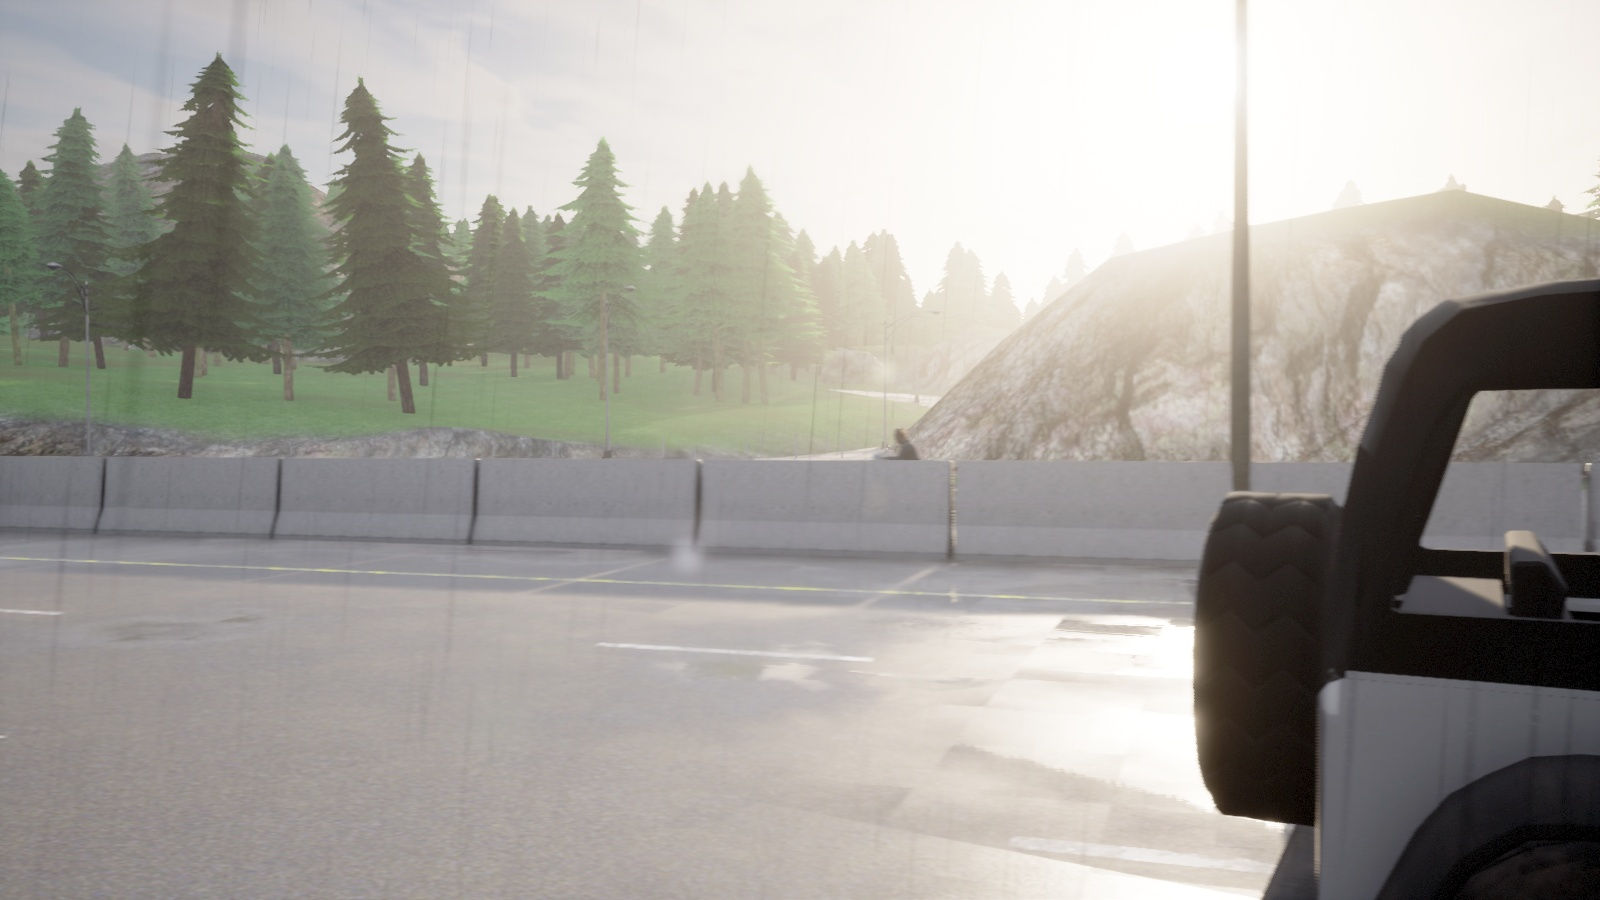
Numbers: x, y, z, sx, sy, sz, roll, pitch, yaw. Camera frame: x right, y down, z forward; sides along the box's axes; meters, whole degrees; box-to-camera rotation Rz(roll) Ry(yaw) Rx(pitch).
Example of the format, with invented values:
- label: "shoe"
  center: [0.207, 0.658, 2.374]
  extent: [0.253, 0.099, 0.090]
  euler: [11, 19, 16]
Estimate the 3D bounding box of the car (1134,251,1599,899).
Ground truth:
- label: "car"
  center: [2.834, 0.593, 2.475]
  extent: [3.866, 1.878, 1.905]
  euler: [1, 1, 28]
